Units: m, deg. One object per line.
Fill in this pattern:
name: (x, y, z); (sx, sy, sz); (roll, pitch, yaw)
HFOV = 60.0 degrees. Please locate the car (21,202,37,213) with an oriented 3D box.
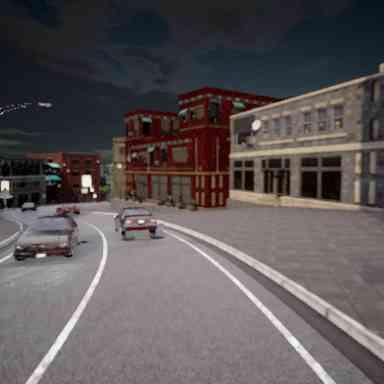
car: (-25.354, 2.326, 51.749); (1.882, 1.535, 5.008); (-2, 0, -21)

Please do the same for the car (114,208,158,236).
car: (-3.268, 1.586, 18.680); (2.033, 1.411, 5.357); (-1, -2, -18)

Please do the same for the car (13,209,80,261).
car: (-5.536, 1.668, 13.320); (2.033, 1.411, 5.357); (-1, 0, -15)

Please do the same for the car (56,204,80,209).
car: (-15.066, 2.061, 40.296); (1.895, 1.301, 4.718); (-3, 1, -33)
